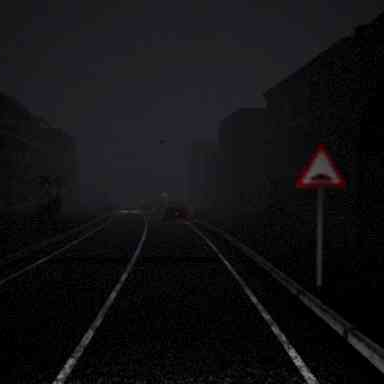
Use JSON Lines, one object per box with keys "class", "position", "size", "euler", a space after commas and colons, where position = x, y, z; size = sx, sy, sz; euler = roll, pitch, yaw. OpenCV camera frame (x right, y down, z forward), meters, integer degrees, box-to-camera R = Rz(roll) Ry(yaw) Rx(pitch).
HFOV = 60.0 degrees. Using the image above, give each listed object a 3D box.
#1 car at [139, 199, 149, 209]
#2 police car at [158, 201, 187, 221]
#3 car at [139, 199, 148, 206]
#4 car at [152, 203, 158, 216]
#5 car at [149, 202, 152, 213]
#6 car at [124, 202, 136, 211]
{"class": "car", "position": [-8.837, 2.518, 64.122], "size": [2.128, 1.511, 4.902], "euler": [0, 0, -10]}
{"class": "police car", "position": [-1.652, 1.606, 29.399], "size": [1.930, 1.638, 5.238], "euler": [0, -1, -9]}
{"class": "car", "position": [-11.540, 2.390, 78.907], "size": [1.895, 1.301, 4.718], "euler": [0, 2, -10]}
{"class": "car", "position": [-3.374, 1.993, 39.212], "size": [1.812, 1.442, 4.674], "euler": [0, -2, -10]}
{"class": "car", "position": [-4.453, 2.208, 45.122], "size": [1.812, 1.442, 4.674], "euler": [0, -2, -10]}
{"class": "car", "position": [-10.891, 2.541, 58.478], "size": [1.812, 1.442, 4.674], "euler": [0, 0, -10]}
